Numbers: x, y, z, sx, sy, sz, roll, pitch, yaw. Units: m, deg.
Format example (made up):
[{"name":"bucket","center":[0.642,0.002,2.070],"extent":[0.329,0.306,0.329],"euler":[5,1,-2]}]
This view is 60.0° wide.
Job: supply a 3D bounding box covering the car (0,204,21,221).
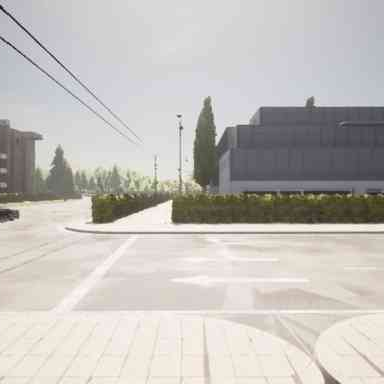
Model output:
[{"name":"car","center":[-14.663,1.548,24.087],"extent":[2.033,1.411,5.357],"euler":[0,0,2]}]
